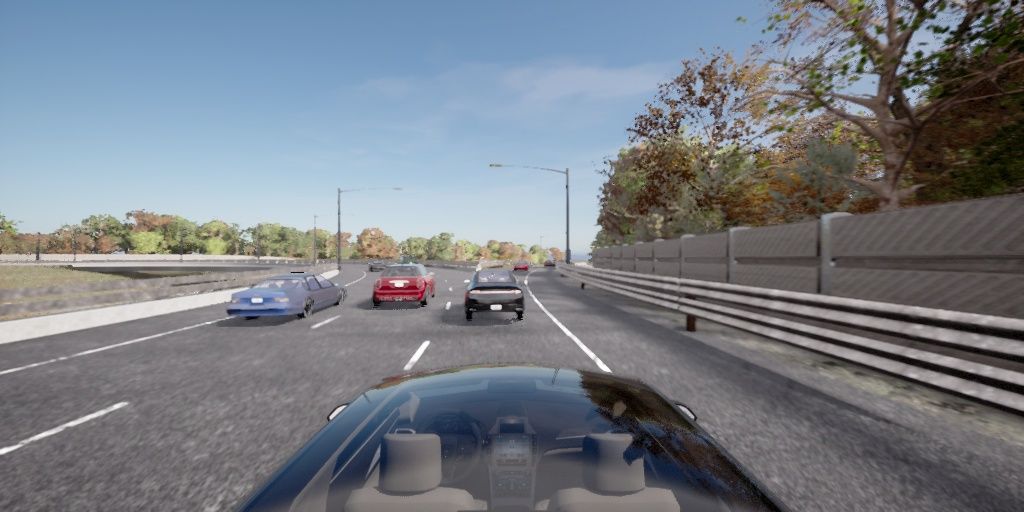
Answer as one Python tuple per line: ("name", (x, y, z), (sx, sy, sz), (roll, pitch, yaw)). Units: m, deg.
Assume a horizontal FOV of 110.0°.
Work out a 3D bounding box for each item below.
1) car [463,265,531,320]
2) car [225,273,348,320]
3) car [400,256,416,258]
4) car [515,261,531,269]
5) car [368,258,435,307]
("car", (-0.668, 1.246, 12.603), (2.128, 1.511, 4.902), (0, 0, -5))
("car", (-7.649, 1.328, 12.848), (2.033, 1.411, 5.357), (0, 0, -7))
("car", (-13.977, 1.032, 47.716), (2.150, 2.045, 5.566), (0, 0, -25))
("car", (1.463, 1.318, 48.610), (1.994, 1.385, 4.181), (0, 0, 9))
("car", (-4.589, 1.122, 15.808), (2.097, 1.767, 4.553), (0, 0, -7))
